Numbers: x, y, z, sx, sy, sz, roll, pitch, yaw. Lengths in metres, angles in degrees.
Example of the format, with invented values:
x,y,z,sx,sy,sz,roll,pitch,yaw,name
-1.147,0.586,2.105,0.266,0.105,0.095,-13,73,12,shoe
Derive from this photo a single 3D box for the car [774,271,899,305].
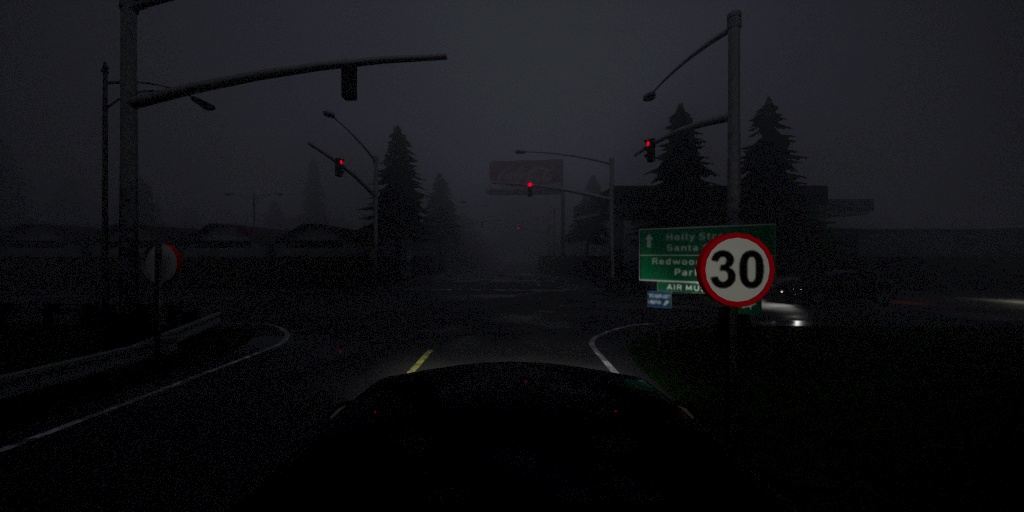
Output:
x,y,z,sx,sy,sz,roll,pitch,yaw,name
15.197,1.446,16.947,4.892,1.490,1.837,0,0,1,car
